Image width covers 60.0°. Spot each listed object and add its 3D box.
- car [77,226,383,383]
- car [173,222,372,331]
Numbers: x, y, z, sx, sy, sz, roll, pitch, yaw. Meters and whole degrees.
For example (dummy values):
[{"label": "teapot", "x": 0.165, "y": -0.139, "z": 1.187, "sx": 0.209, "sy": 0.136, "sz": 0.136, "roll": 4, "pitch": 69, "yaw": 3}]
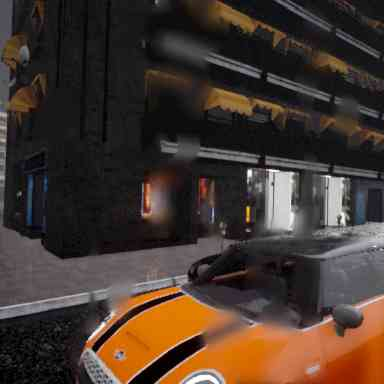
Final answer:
[{"label": "car", "x": 1.091, "y": 1.354, "z": 3.849, "sx": 4.553, "sy": 1.767, "sz": 2.097, "roll": 0, "pitch": 0, "yaw": -35}, {"label": "car", "x": 1.934, "y": 1.570, "z": 7.448, "sx": 4.313, "sy": 1.339, "sz": 1.947, "roll": 0, "pitch": 2, "yaw": -35}]
